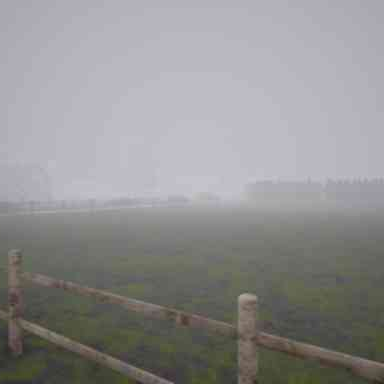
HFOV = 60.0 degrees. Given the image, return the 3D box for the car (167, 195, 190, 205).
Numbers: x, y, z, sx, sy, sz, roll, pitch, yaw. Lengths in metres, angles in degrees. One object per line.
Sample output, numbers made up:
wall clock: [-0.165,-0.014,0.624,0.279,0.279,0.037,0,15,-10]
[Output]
car: [-2.302,1.266,56.830,2.097,1.767,4.553,-1,0,35]

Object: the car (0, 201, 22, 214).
car: [-20.857,1.620,34.959,2.033,1.411,5.357,-1,0,35]

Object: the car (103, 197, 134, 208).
car: [-10.883,1.476,49.454,1.882,1.535,5.008,-1,0,35]

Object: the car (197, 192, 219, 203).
car: [3.225,1.087,64.970,2.150,2.045,5.566,-1,0,35]
